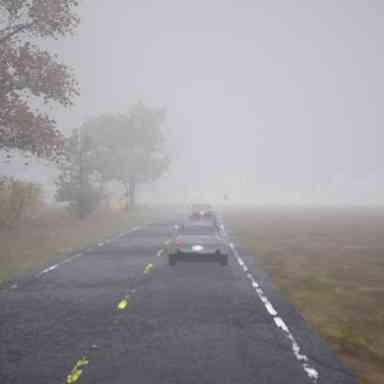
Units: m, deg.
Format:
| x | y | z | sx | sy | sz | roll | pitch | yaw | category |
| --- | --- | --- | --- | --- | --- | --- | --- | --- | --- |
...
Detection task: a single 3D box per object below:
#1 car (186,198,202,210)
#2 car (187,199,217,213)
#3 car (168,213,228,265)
| x | y | z | sx | sy | sz | roll | pitch | yaw | category |
| --- | --- | --- | --- | --- | --- | --- | --- | --- | --- |
| 0.398 | 1.991 | 56.232 | 2.097 | 1.767 | 4.553 | 0 | -1 | 7 | car |
| 0.911 | 1.663 | 27.076 | 2.097 | 1.767 | 4.553 | 0 | -1 | 4 | car |
| 0.257 | 1.707 | 12.217 | 1.994 | 1.385 | 4.181 | 0 | -1 | 2 | car |
